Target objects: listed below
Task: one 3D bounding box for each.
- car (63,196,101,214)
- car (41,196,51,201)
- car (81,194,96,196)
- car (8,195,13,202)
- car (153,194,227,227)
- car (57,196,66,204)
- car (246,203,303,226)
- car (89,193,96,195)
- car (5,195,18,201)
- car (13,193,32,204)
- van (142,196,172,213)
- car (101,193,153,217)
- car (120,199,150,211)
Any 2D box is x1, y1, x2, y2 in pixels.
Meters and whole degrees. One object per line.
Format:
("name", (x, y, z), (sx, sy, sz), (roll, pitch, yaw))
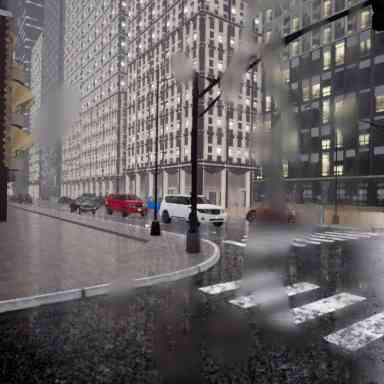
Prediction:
("car", (-10.863, 1.427, 32.928), (2.008, 1.369, 4.403), (1, -1, -35))
("car", (-36.776, 1.570, 83.813), (1.802, 1.307, 4.206), (1, -1, -35))
("car", (-17.096, 1.445, 51.680), (1.882, 1.535, 5.008), (1, -1, -35))
("car", (-37.055, 1.396, 69.752), (1.947, 1.339, 4.313), (1, -1, -35))
("car", (-0.088, 1.170, 22.257), (2.150, 2.045, 5.566), (1, -1, -35))
("car", (-22.510, 1.484, 59.284), (1.812, 1.442, 4.674), (1, -1, -35))
("car", (5.789, 1.505, 23.977), (1.967, 1.590, 4.097), (1, -1, -35))
("car", (-14.427, 1.380, 53.129), (2.097, 1.767, 4.553), (1, -1, -35))
("car", (-40.328, 1.377, 74.355), (2.008, 1.369, 4.403), (1, -1, -35))
("car", (-30.503, 1.155, 60.548), (2.192, 1.841, 5.009), (1, -1, -35))
("van", (-4.031, 1.382, 37.787), (1.690, 1.788, 3.998), (1, -1, -35))
("car", (-6.068, 1.155, 30.661), (2.150, 2.045, 5.566), (1, -1, -35))
("car", (-7.309, 1.584, 42.388), (2.008, 1.369, 4.403), (1, -1, -35))
